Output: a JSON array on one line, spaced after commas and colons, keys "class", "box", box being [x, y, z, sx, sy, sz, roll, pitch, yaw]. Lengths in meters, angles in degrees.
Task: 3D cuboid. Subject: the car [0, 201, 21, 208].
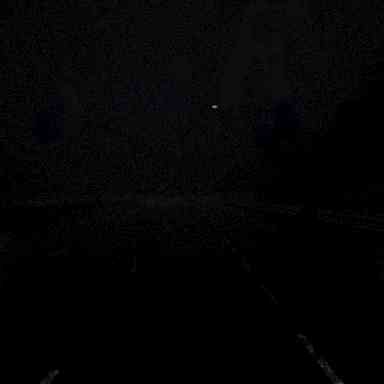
[{"class": "car", "box": [-21.111, 1.994, 38.507, 1.994, 1.385, 4.181, 0, -1, 0]}]

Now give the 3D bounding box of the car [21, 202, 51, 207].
[{"class": "car", "box": [-17.614, 1.960, 38.844, 1.812, 1.442, 4.674, 0, -1, 0]}]

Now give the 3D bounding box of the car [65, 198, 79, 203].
[{"class": "car", "box": [-28.038, 2.146, 77.616, 1.882, 1.535, 5.008, 0, -1, 0]}]

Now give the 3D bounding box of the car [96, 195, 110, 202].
[{"class": "car", "box": [-21.038, 1.760, 78.983, 2.150, 2.045, 5.566, 0, -1, 0]}]
